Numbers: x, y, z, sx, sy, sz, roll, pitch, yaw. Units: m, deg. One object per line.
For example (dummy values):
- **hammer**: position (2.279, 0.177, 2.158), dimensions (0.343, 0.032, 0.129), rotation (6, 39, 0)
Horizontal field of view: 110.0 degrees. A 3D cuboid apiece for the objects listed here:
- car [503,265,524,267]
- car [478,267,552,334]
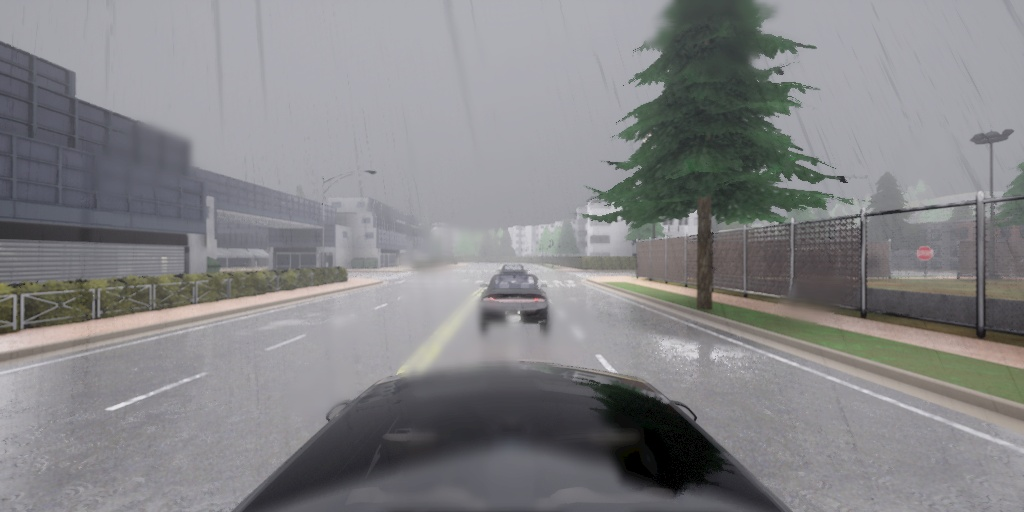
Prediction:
- **car**: position (0.063, 1.303, 23.460), dimensions (2.128, 1.511, 4.902), rotation (0, 0, 0)
- **car**: position (0.075, 1.268, 10.787), dimensions (2.128, 1.511, 4.902), rotation (0, 0, 0)
